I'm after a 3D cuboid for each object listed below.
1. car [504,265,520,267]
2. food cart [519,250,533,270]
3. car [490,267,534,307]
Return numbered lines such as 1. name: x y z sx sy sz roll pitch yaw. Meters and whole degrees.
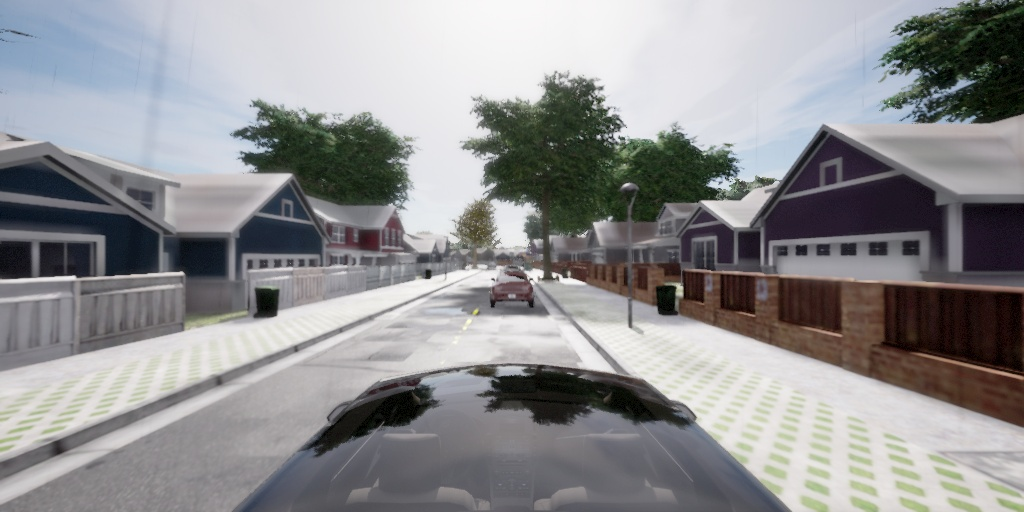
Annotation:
1. car: 0.008 1.528 31.148 1.837 1.490 4.892 0 0 0
2. food cart: 2.666 0.754 60.989 2.280 3.560 4.660 0 0 -3
3. car: 0.007 1.411 16.228 1.812 1.442 4.674 0 0 0
